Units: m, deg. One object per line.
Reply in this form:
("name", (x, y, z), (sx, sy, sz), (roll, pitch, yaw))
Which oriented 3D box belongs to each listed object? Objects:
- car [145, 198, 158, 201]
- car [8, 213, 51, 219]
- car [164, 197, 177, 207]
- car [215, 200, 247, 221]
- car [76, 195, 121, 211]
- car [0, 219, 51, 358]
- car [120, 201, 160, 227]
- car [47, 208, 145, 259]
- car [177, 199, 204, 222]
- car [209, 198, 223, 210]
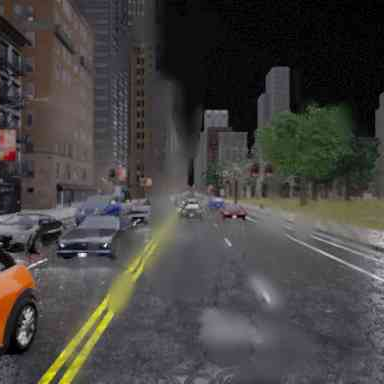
("car", (-6.580, 1.610, 54.278), (1.994, 1.385, 4.181), (0, 0, 0))
("car", (-6.605, 1.575, 13.403), (1.994, 1.385, 4.181), (0, 0, 0))
("car", (-3.332, 1.571, 53.897), (1.812, 1.442, 4.674), (0, 0, 0))
("car", (3.251, 1.619, 27.605), (1.895, 1.301, 4.718), (0, 0, 0))
("car", (-6.571, 1.241, 24.073), (2.150, 2.045, 5.566), (0, 0, 0))
("car", (-3.350, 1.355, 3.072), (2.097, 1.767, 4.553), (0, 0, 0))
("car", (-3.334, 1.581, 22.845), (1.994, 1.385, 4.181), (0, 0, 0))
("car", (-3.356, 1.557, 12.898), (2.033, 1.411, 5.357), (0, 0, 0))
("car", (-0.005, 1.545, 26.836), (1.812, 1.442, 4.674), (0, 0, 1))
("car", (3.287, 1.511, 44.301), (1.882, 1.535, 5.008), (0, 0, 0))
